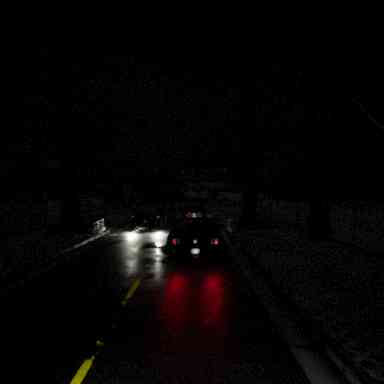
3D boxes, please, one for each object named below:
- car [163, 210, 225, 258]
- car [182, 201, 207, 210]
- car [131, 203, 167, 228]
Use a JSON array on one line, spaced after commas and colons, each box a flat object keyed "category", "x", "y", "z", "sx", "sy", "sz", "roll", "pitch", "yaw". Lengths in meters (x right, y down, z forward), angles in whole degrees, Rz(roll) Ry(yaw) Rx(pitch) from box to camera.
[{"category": "car", "x": 0.131, "y": 1.586, "z": 12.717, "sx": 1.895, "sy": 1.301, "sz": 4.718, "roll": 0, "pitch": 0, "yaw": 1}, {"category": "car", "x": 0.187, "y": 1.500, "z": 28.461, "sx": 1.837, "sy": 1.490, "sz": 4.892, "roll": 0, "pitch": 0, "yaw": 0}, {"category": "car", "x": -2.767, "y": 1.469, "z": 22.037, "sx": 1.882, "sy": 1.535, "sz": 5.008, "roll": 0, "pitch": 0, "yaw": 0}]
